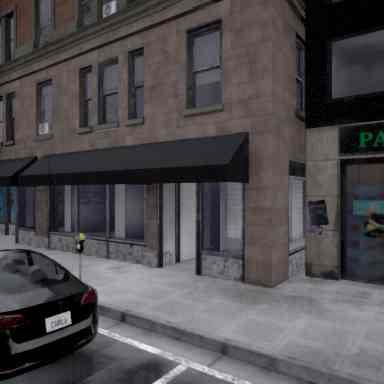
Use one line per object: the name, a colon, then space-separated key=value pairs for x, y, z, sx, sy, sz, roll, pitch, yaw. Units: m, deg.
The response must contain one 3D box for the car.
car: x=-3.266 y=1.566 z=5.138 sx=4.313 sy=1.339 sz=1.947 roll=0 pitch=0 yaw=36
